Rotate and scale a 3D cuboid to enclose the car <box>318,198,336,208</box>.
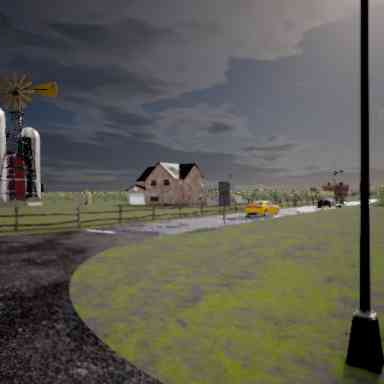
[{"bbox_3d":[21.586,1.698,53.096,1.837,1.490,4.892,-1,0,35],"label":"car"}]

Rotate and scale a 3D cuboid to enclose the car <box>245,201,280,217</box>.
[{"bbox_3d":[6.884,1.574,32.180,1.882,1.535,5.008,-1,-1,35],"label":"car"}]
